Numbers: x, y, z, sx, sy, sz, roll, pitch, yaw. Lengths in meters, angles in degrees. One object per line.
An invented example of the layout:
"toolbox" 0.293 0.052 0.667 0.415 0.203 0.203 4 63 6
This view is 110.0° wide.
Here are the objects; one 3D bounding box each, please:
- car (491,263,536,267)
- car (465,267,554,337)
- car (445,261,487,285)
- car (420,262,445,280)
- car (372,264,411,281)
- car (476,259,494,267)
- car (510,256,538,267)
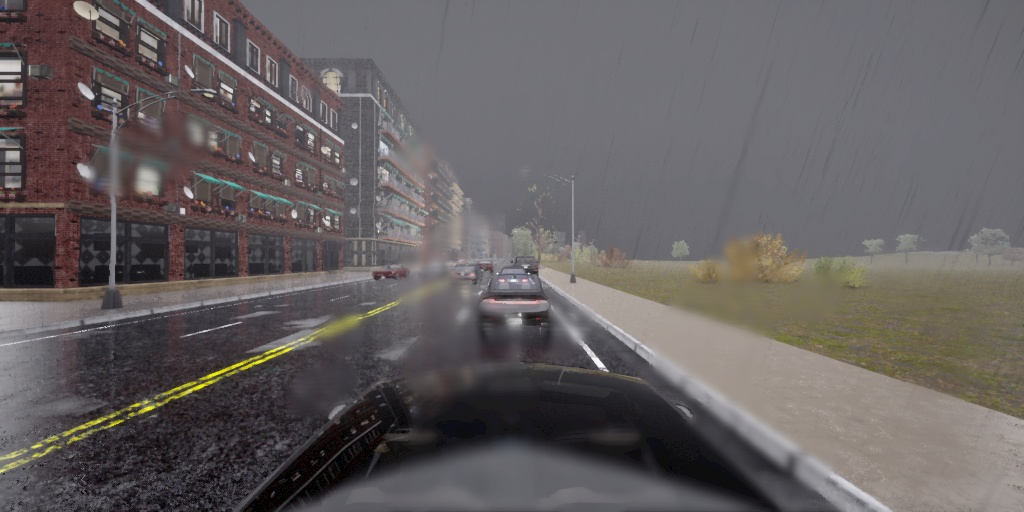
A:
"car" 0.068 1.301 20.740 2.033 1.411 5.357 0 0 0
"car" 0.085 1.243 10.300 2.128 1.511 4.902 0 0 0
"car" -3.196 1.301 25.997 2.033 1.411 5.357 0 0 0
"car" -6.670 1.280 31.507 1.812 1.442 4.674 0 0 0
"car" -9.903 1.355 29.764 1.895 1.301 4.718 0 0 0
"car" -3.229 1.232 43.891 1.882 1.535 5.008 0 0 0
"car" 1.082 0.979 30.952 2.150 2.045 5.566 0 0 0
